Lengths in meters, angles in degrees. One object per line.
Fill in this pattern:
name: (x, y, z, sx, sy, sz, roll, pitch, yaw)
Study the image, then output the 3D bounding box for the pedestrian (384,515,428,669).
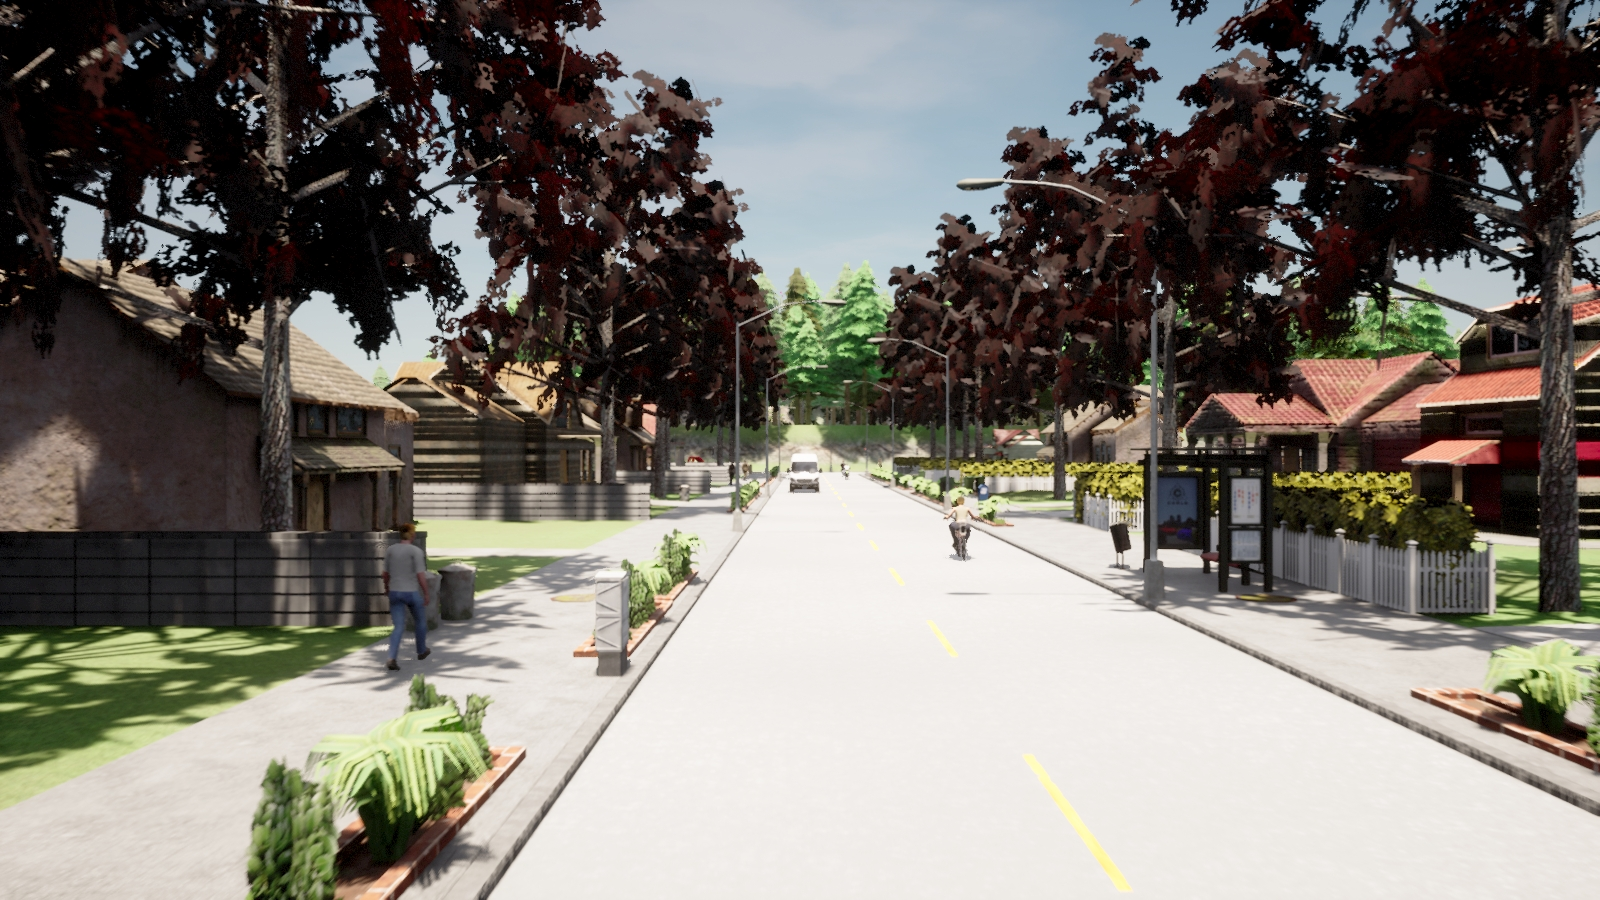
pedestrian: (-4.883, 1.743, 14.163, 0.375, 1.860, 0.375, 0, 0, 9)

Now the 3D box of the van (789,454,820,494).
van: (0.297, 1.535, 75.769, 1.988, 2.561, 5.915, 0, 0, 0)

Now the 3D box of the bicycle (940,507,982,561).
bicycle: (4.136, 2.158, 29.486, 0.859, 1.276, 1.487, 0, 0, 0)
